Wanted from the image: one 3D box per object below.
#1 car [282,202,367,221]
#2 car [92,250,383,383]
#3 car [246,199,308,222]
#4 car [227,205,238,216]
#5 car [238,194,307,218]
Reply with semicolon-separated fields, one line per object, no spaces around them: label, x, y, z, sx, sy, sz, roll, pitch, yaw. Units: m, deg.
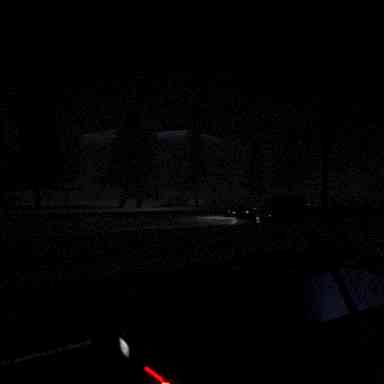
car;8.062;1.507;19.558;4.892;1.490;1.837;1;0;-22
car;1.504;1.545;4.496;5.357;1.411;2.033;0;0;-31
car;6.558;1.480;22.715;4.902;1.511;2.128;0;0;-23
car;5.507;1.478;29.853;4.892;1.490;1.837;1;0;-21
car;6.843;1.206;26.624;5.566;2.045;2.150;1;0;-21
